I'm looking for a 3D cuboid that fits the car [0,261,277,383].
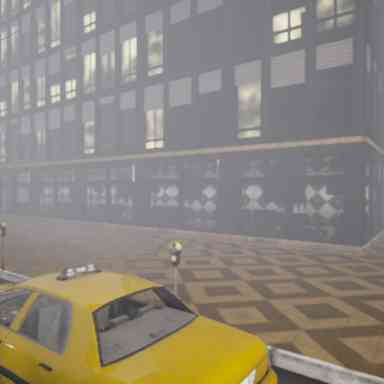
[{"bbox_3d":[-1.499,1.511,3.943,4.829,1.417,1.752,0,0,36],"label":"car"}]
